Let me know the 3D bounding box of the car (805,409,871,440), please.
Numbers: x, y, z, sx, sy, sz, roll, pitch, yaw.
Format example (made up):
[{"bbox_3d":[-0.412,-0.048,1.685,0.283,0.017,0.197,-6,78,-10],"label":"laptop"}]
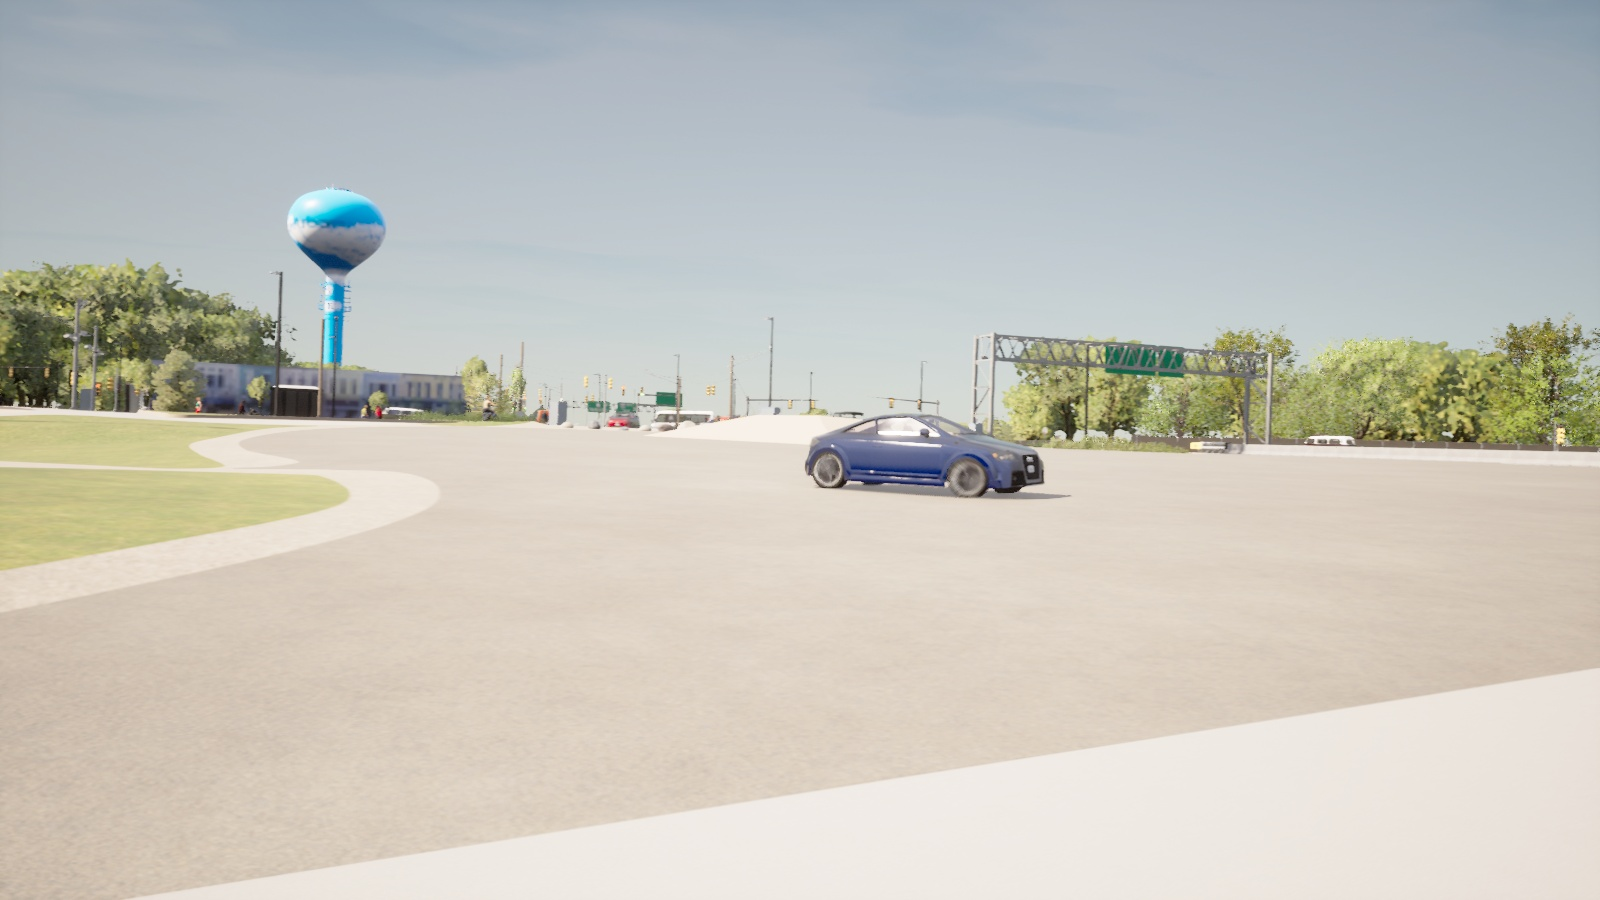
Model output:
[{"bbox_3d":[2.532,-1.706,84.021,3.866,1.878,1.905,2,2,-25],"label":"car"}]

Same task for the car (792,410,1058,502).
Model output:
[{"bbox_3d":[2.180,0.050,22.160,4.181,1.385,1.994,3,2,30],"label":"car"}]

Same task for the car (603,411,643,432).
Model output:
[{"bbox_3d":[-13.529,-2.168,96.275,2.007,1.525,4.514,1,0,5],"label":"car"}]
